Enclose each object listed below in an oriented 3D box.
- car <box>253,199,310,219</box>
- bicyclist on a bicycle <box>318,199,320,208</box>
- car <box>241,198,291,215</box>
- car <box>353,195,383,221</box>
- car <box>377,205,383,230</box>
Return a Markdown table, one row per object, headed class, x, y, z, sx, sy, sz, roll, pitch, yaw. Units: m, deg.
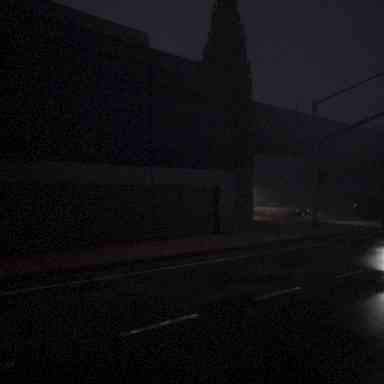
| class | x | y | z | sx | sy | sz | roll | pitch | yaw |
| --- | --- | --- | --- | --- | --- | --- | --- | --- | --- |
| car | 7.918 | 1.601 | 29.320 | 1.895 | 1.301 | 4.718 | 0 | 0 | -37 |
| bicyclist on a bicycle | 16.214 | 1.303 | 43.252 | 1.656 | 1.620 | 0.582 | 0 | 0 | -37 |
| car | 7.774 | 1.491 | 35.365 | 2.128 | 1.511 | 4.902 | 0 | 0 | -37 |
| car | 15.457 | 1.223 | 25.656 | 2.150 | 2.045 | 5.566 | 0 | 0 | -43 |
| car | 11.520 | 1.601 | 18.083 | 1.895 | 1.301 | 4.718 | 0 | 0 | 25 |
